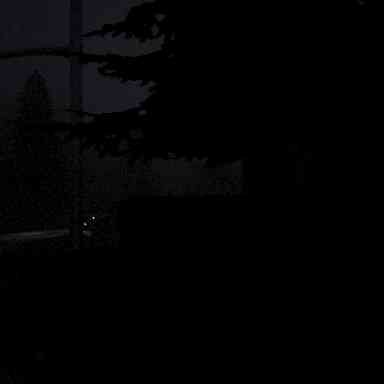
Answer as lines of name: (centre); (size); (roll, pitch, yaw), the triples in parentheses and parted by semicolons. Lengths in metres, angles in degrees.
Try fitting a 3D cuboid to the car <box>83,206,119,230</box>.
car: (-5.019, 1.586, 21.412); (1.895, 1.301, 4.718); (0, 0, 36)
